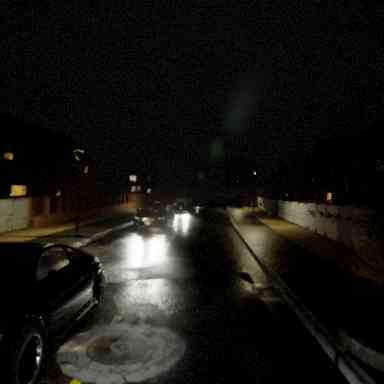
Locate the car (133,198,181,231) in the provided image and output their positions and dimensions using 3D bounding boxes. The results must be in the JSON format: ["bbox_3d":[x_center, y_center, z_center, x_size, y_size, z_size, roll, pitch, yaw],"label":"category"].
[{"bbox_3d":[-2.121,1.355,19.584,2.128,1.511,4.902,1,0,4],"label":"car"}]

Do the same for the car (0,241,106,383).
[{"bbox_3d":[-2.723,1.477,4.930,1.994,1.385,4.181,1,0,2],"label":"car"}]

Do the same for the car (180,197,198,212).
[{"bbox_3d":[-0.886,1.330,35.523,2.128,1.511,4.902,1,0,5],"label":"car"}]

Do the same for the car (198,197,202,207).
[{"bbox_3d":[0.462,1.401,48.266,2.033,1.411,5.357,1,0,7],"label":"car"}]
